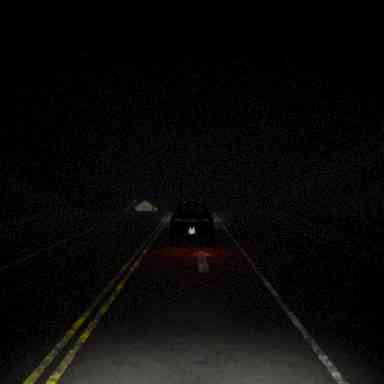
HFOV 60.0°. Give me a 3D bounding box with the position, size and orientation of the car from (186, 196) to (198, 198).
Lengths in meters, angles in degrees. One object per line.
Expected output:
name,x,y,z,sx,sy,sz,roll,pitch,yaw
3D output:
car,0.015,1.095,31.057,1.994,1.385,4.181,0,-2,0

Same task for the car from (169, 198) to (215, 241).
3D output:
car,0.006,1.253,15.154,2.128,1.511,4.902,0,1,0
